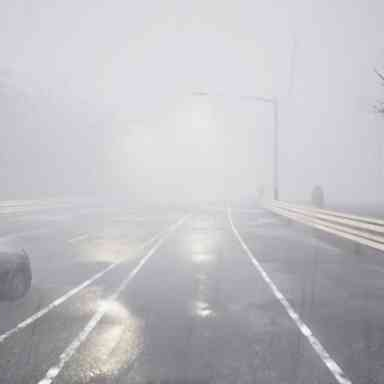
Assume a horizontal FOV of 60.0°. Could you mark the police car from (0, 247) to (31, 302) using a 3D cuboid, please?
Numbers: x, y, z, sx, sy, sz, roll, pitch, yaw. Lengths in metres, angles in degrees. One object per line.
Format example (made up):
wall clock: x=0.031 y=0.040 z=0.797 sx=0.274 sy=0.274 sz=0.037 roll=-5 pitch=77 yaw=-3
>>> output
police car: x=-4.588 y=1.465 z=5.358 sx=2.038 sy=1.542 sz=4.974 roll=0 pitch=0 yaw=6
